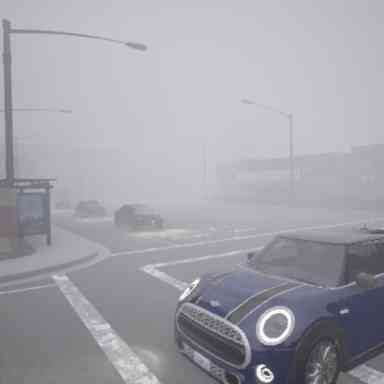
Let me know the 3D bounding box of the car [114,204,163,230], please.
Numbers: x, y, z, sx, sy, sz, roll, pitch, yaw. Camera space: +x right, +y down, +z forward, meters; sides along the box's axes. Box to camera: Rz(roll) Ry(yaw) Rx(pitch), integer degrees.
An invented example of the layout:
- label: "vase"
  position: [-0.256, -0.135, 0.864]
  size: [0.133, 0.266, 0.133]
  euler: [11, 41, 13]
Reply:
- label: "car"
  position: [-3.569, 1.503, 21.412]
  size: [1.812, 1.442, 4.674]
  euler: [-1, 1, -33]

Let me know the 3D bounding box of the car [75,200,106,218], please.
- label: "car"
  position: [-9.301, 1.478, 30.305]
  size: [1.837, 1.490, 4.892]
  euler: [-1, 0, -32]

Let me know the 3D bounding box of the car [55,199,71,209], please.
- label: "car"
  position: [-17.100, 1.544, 44.285]
  size: [1.895, 1.301, 4.718]
  euler: [-1, 1, -19]

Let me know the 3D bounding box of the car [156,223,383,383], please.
- label: "car"
  position: [1.970, 1.417, 5.209]
  size: [4.553, 1.767, 2.097]
  euler: [1, 0, -35]
